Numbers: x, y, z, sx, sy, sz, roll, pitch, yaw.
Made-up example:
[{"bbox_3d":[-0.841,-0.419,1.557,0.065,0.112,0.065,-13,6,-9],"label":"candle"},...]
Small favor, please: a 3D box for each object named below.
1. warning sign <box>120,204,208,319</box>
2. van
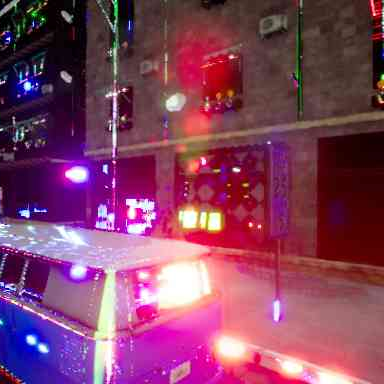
[{"bbox_3d":[-0.514,1.185,6.370,1.060,1.860,1.300,0,-1,39],"label":"warning sign"},{"bbox_3d":[-1.544,1.379,4.146,3.998,1.788,1.690,0,-1,39],"label":"van"}]
